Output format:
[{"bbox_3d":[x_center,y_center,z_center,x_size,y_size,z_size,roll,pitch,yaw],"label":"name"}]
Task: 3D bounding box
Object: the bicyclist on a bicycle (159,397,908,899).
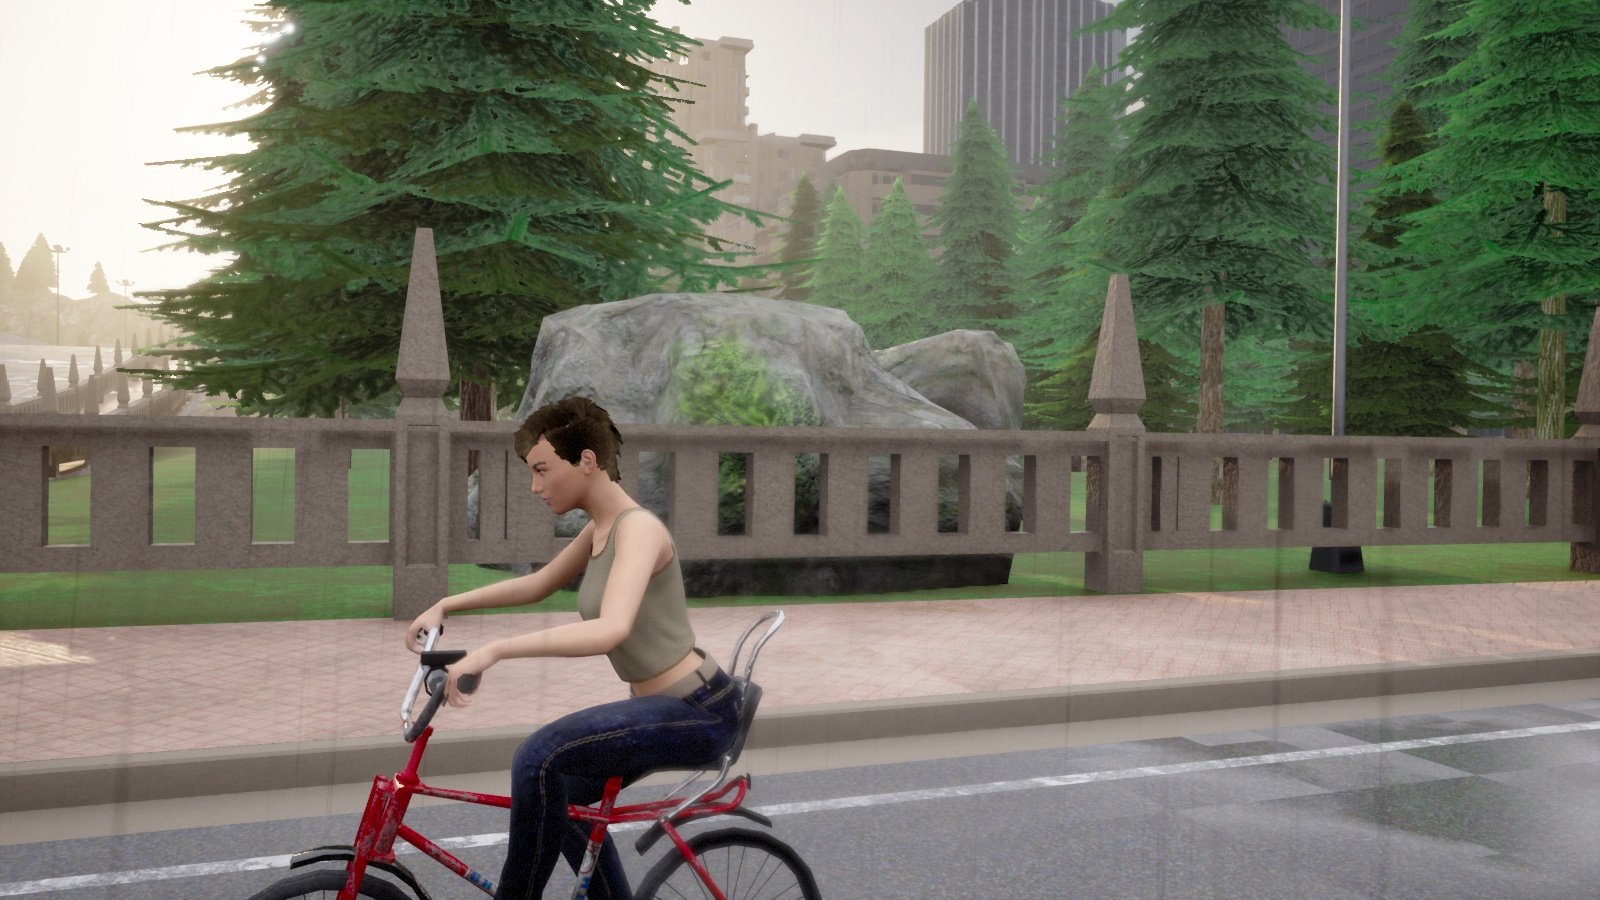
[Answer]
[{"bbox_3d":[-0.616,0.692,2.999,1.509,1.612,0.866,-1,1,-20],"label":"bicyclist on a bicycle"}]
